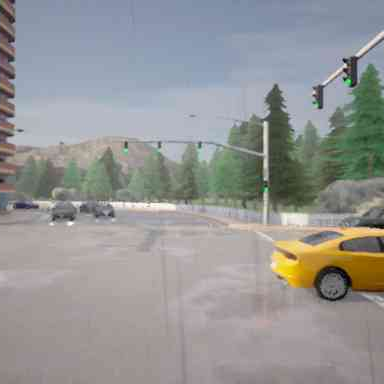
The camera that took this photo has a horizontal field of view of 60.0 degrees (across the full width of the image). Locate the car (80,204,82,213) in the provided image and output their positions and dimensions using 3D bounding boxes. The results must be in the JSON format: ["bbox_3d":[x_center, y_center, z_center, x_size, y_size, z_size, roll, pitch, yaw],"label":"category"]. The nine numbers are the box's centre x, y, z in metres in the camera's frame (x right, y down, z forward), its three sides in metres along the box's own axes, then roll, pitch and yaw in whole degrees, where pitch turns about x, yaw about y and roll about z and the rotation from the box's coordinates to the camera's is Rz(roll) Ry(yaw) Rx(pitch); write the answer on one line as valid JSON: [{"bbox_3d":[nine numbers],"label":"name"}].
[{"bbox_3d":[-15.080,1.959,39.865,2.128,1.511,4.902,1,-1,-30],"label":"car"}]

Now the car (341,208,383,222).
[{"bbox_3d":[10.686,1.671,18.727,4.553,1.767,2.097,0,-1,1],"label":"car"}]

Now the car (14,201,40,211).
[{"bbox_3d":[-25.894,2.076,52.163,5.008,1.535,1.882,-1,-1,34],"label":"car"}]

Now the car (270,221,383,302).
[{"bbox_3d":[4.481,1.637,8.114,5.008,1.535,1.882,1,-1,0],"label":"car"}]

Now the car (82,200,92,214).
[{"bbox_3d":[-13.013,1.869,43.219,2.097,1.767,4.553,1,-1,-32],"label":"car"}]

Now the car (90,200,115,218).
[{"bbox_3d":[-9.210,1.911,34.844,2.128,1.511,4.902,0,-1,-20],"label":"car"}]

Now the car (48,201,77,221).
[{"bbox_3d":[-11.930,1.874,31.317,1.837,1.490,4.892,0,-1,-15],"label":"car"}]
